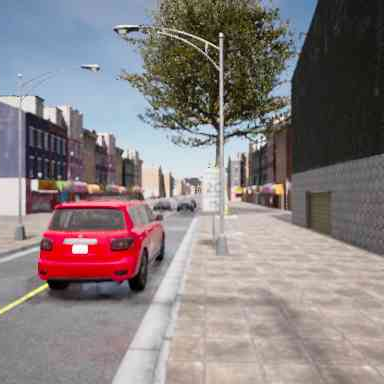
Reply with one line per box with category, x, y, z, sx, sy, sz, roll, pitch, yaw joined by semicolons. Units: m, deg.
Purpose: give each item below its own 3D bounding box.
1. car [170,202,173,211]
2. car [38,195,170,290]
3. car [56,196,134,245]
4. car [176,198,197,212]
car;-3.520;1.654;40.752;1.994;1.385;4.181;0;0;3
car;-2.093;1.227;9.245;2.150;2.045;5.566;0;0;2
car;-4.615;1.257;16.978;2.150;2.045;5.566;0;0;2
car;-0.735;1.601;39.529;1.812;1.442;4.674;0;0;3
